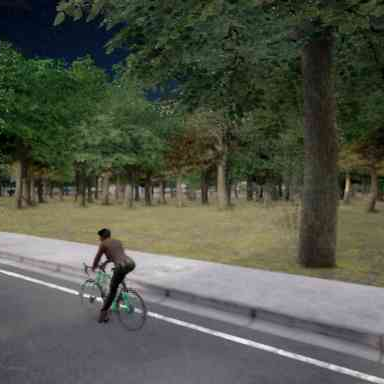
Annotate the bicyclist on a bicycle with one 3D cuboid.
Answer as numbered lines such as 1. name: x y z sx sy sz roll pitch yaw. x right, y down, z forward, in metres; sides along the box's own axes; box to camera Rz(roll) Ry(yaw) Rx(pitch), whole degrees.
1. bicyclist on a bicycle: -1.389 1.449 5.658 1.656 1.620 0.582 0 0 36
